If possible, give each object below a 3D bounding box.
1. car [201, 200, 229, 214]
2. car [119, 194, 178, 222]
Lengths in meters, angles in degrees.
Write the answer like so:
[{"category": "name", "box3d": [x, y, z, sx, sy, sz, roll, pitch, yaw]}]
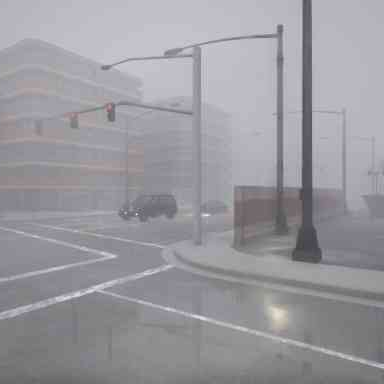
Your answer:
[{"category": "car", "box3d": [2.216, 1.564, 35.518, 1.994, 1.385, 4.181, 0, 0, 35]}, {"category": "car", "box3d": [-3.440, 1.221, 27.305, 2.150, 2.045, 5.566, 0, 0, 35]}]
